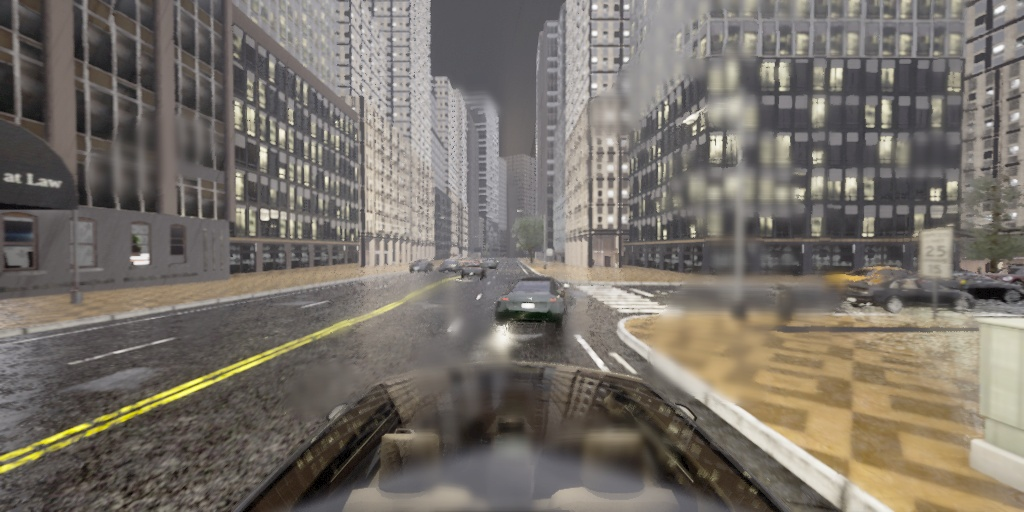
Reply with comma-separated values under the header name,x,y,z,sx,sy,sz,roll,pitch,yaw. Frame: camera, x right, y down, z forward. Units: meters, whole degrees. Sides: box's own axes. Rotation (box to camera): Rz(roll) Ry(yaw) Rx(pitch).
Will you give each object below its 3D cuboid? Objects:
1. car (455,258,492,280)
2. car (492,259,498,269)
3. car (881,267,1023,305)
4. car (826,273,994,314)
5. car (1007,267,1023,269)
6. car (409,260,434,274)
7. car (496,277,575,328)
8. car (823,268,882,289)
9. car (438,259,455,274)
name,x,y,z,sx,sy,sz,roll,pitch,yaw
car,-3.147,1.164,30.267,2.128,1.511,4.902,0,0,0
car,-3.143,1.183,52.249,1.994,1.385,4.181,0,0,0
car,21.510,1.484,17.336,4.902,1.511,2.128,1,1,0
car,15.916,1.542,14.526,4.403,1.370,2.007,0,0,-1
car,32.746,1.436,23.243,4.097,1.591,1.967,0,0,-1
car,-9.835,1.146,39.288,2.128,1.511,4.902,0,0,0
car,0.872,1.362,11.531,1.994,1.385,4.181,0,-2,13
car,20.687,1.405,20.487,5.008,1.535,1.882,1,1,-1
car,-6.589,1.202,38.956,2.033,1.411,5.357,0,0,0
